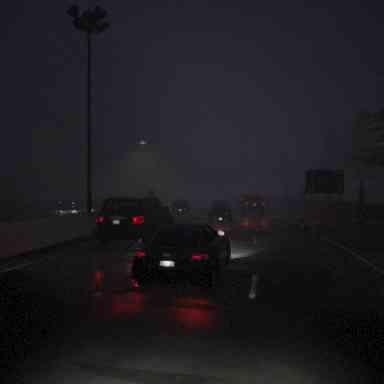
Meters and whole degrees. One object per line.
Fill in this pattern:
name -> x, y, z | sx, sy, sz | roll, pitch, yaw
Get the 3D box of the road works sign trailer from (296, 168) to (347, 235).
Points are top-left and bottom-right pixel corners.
road works sign trailer -> 7.510, 0.484, 18.413 | 2.380, 3.560, 2.880 | 0, 0, -12

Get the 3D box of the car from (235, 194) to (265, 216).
car -> 5.772, 1.259, 32.942 | 2.150, 2.045, 5.566 | 0, 0, 1

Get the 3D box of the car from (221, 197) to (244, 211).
car -> 5.220, 1.528, 43.532 | 1.882, 1.535, 5.008 | 0, 0, -5

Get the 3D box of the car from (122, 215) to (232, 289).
car -> -0.092, 1.576, 9.397 | 1.994, 1.385, 4.181 | 0, 0, 13

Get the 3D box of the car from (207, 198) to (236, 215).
car -> 2.268, 1.411, 27.029 | 1.837, 1.490, 4.892 | 3, 8, 3

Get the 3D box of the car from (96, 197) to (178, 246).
car -> -2.440, 1.242, 15.443 | 2.150, 2.045, 5.566 | 0, 0, 10

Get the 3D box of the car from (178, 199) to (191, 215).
car -> -1.173, 1.545, 34.831 | 1.837, 1.490, 4.892 | 0, -1, -1

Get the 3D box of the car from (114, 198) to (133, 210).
car -> -9.093, 1.547, 44.302 | 2.128, 1.511, 4.902 | 0, 0, -8
